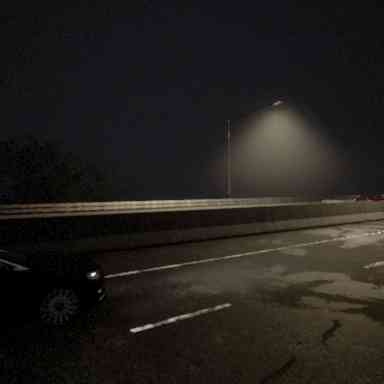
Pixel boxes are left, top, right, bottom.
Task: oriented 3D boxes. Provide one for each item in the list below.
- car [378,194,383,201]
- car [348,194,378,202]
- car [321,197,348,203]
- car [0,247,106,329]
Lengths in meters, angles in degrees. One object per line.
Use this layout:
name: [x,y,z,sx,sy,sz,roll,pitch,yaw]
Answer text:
car: [23.795,1.000,38.142,4.553,1.767,2.097,-1,0,-35]
car: [21.778,1.000,41.002,4.553,1.767,2.097,-1,0,-35]
car: [18.856,1.259,43.218,4.718,1.301,1.895,-1,0,-35]
car: [-3.874,1.493,5.282,4.902,1.511,2.128,0,0,-35]
